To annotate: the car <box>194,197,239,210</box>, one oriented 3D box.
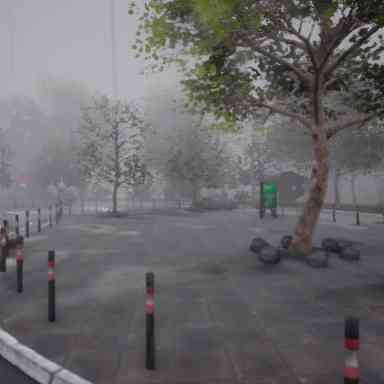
[{"bbox_3d":[2.572,1.160,35.144,4.718,1.301,1.895,1,0,29],"label":"car"}]
